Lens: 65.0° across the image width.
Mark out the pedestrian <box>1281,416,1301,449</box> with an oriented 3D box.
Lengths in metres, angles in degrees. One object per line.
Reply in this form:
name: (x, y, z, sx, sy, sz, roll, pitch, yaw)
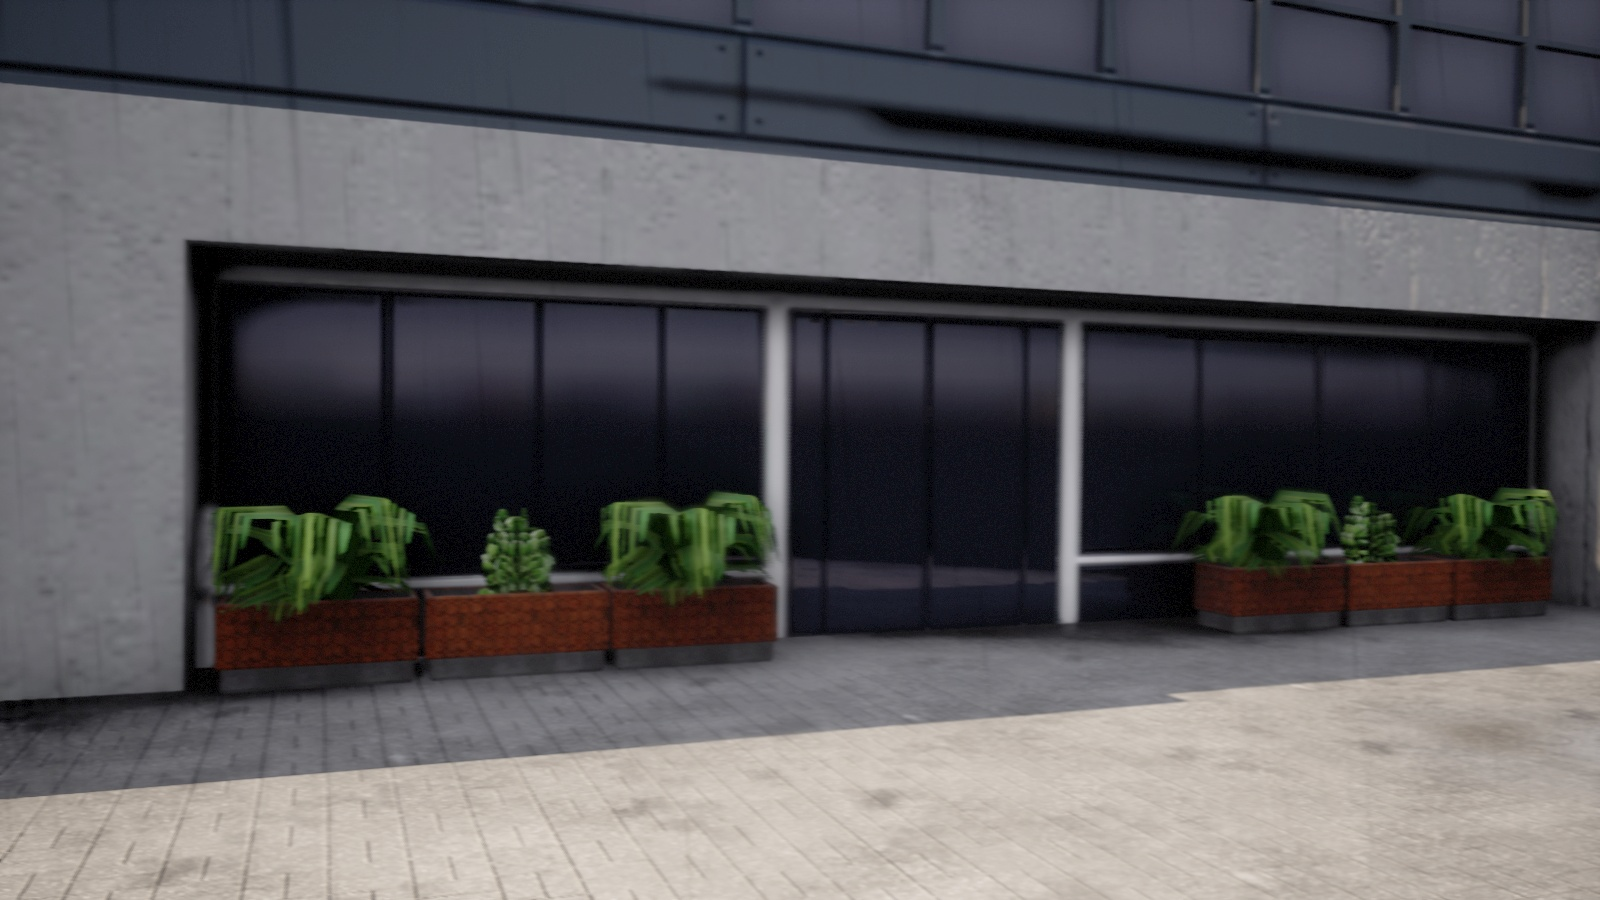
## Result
pedestrian: (29.206, -1.028, 74.692, 0.659, 1.952, 0.873, -1, 1, -22)
